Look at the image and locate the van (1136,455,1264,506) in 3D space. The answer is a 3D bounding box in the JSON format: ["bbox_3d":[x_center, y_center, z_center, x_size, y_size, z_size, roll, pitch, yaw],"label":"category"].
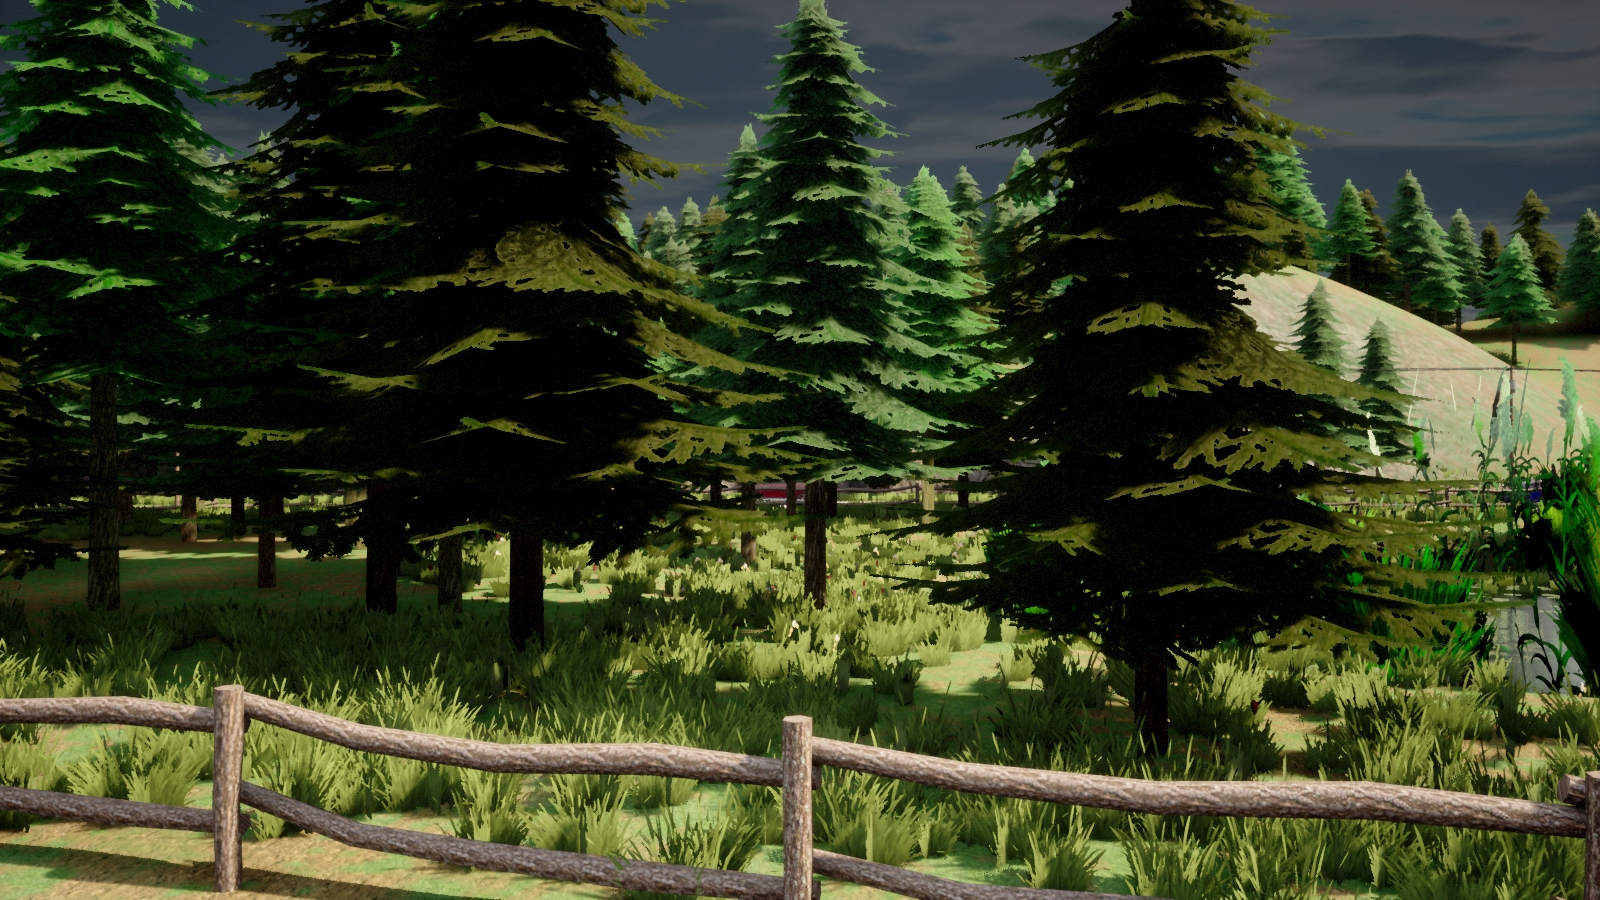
[{"bbox_3d":[20.465,1.534,58.709,5.915,2.561,1.988,0,0,7],"label":"van"}]
